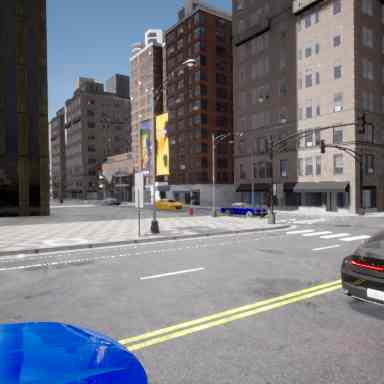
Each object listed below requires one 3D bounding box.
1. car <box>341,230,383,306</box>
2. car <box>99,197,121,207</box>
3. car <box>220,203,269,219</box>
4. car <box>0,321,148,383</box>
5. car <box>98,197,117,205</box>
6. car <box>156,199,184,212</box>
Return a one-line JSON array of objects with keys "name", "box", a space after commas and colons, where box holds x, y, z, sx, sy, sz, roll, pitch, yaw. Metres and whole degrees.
[{"name": "car", "box": [5.114, 1.504, 7.092, 4.892, 1.490, 1.837, 0, 0, -36]}, {"name": "car", "box": [-14.132, 1.757, 57.810, 2.033, 1.411, 5.357, -1, 0, -35]}, {"name": "car", "box": [4.819, 1.695, 30.766, 1.895, 1.301, 4.718, -1, 0, -35]}, {"name": "car", "box": [-2.577, 1.478, 1.603, 5.008, 1.535, 1.882, 0, 0, -35]}, {"name": "car", "box": [-17.192, 1.741, 67.583, 2.033, 1.411, 5.357, -1, 0, -35]}, {"name": "car", "box": [-2.969, 1.617, 41.825, 1.882, 1.535, 5.008, -1, 0, -35]}]
